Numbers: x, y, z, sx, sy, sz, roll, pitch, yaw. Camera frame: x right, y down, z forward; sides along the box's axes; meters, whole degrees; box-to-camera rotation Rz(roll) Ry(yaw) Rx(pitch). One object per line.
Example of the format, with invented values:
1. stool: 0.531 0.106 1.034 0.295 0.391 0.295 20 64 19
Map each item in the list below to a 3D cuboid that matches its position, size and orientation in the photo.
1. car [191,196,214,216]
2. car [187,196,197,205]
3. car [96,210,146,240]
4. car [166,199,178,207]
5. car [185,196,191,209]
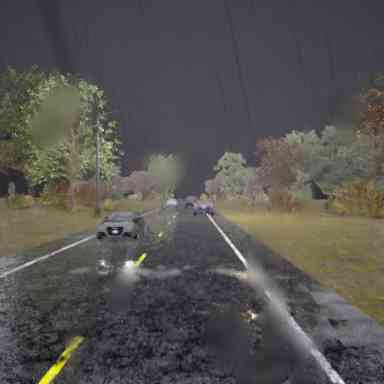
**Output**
1. car: 1.215 1.601 36.176 2.097 1.767 4.553 0 0 0
2. car: -0.018 1.758 70.060 2.097 1.767 4.553 0 -1 0
3. car: -3.603 1.676 17.538 1.994 1.385 4.181 0 0 0
4. car: -3.559 1.971 59.204 1.812 1.442 4.674 0 -1 1
5. car: -0.013 1.618 54.008 2.150 2.045 5.566 0 -1 0
